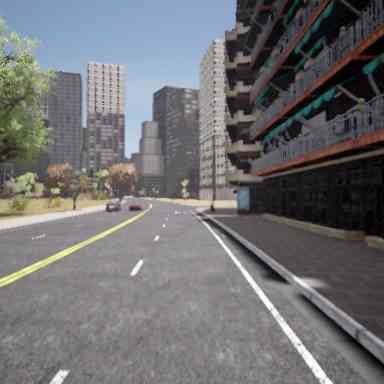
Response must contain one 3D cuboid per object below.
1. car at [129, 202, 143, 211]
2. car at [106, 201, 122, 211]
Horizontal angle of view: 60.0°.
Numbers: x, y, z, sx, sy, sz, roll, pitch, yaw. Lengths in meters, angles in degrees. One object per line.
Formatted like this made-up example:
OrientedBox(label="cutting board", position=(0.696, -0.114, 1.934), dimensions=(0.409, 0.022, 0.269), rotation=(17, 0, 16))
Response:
OrientedBox(label="car", position=(-8.470, 2.189, 50.399), dimensions=(1.895, 1.301, 4.718), rotation=(0, -1, -4))
OrientedBox(label="car", position=(-11.701, 2.079, 49.981), dimensions=(2.128, 1.511, 4.902), rotation=(0, -1, -4))
